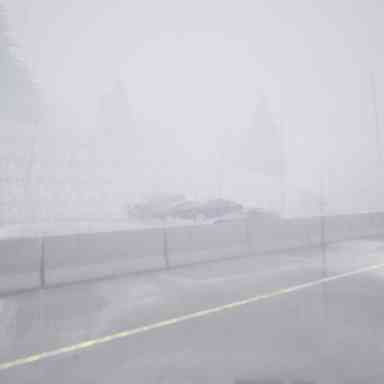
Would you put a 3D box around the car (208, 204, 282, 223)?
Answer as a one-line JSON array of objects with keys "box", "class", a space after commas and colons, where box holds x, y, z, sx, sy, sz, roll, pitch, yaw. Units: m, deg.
[{"box": [3.311, 1.579, 19.134, 4.181, 1.385, 1.994, 0, 0, -36], "class": "car"}]

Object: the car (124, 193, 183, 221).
[{"box": [-2.814, 1.112, 27.663, 5.566, 2.045, 2.150, 0, 0, -36], "class": "car"}]

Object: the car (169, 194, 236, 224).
[{"box": [1.277, 1.110, 21.983, 5.008, 1.535, 1.882, 0, 0, -36], "class": "car"}]

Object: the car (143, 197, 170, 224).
[{"box": [-0.756, 1.374, 24.832, 5.008, 1.535, 1.882, 0, 0, -36], "class": "car"}]
